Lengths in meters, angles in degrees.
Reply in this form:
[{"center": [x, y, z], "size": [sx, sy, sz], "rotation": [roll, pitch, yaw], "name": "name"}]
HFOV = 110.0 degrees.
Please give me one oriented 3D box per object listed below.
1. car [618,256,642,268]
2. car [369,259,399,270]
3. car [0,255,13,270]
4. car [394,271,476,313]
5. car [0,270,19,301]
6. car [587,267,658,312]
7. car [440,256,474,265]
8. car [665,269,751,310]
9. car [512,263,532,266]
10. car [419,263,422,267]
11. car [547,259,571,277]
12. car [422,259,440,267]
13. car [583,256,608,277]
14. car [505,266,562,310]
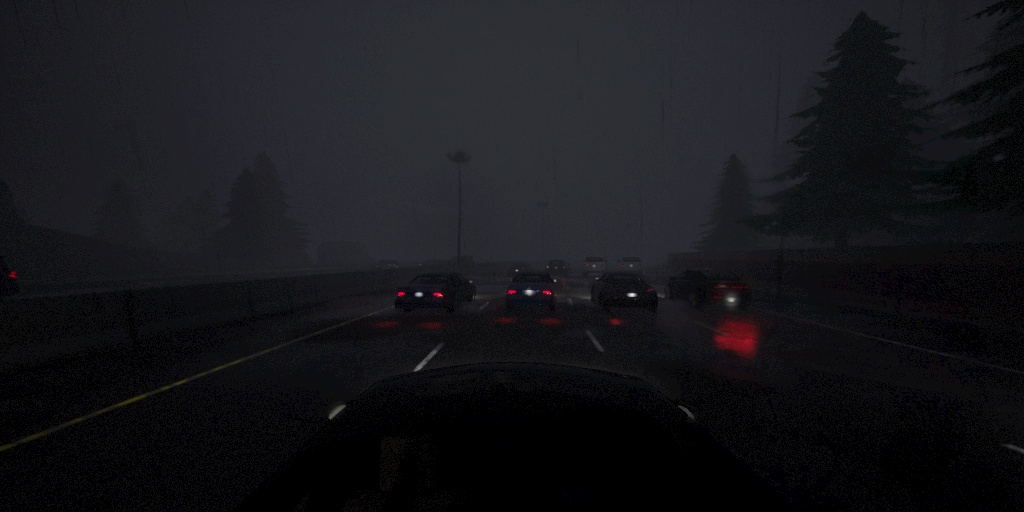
[{"center": [12.487, 1.011, 37.859], "size": [2.150, 2.045, 5.566], "rotation": [0, 0, 16], "name": "car"}, {"center": [-17.280, 1.206, 48.704], "size": [1.837, 1.490, 4.892], "rotation": [0, 0, 17], "name": "car"}, {"center": [-20.642, 0.911, 11.738], "size": [2.150, 2.045, 5.566], "rotation": [0, 0, 4], "name": "car"}, {"center": [-2.750, 1.290, 13.998], "size": [2.033, 1.411, 5.357], "rotation": [0, 0, 5], "name": "car"}, {"center": [-13.890, 1.187, 6.935], "size": [1.882, 1.535, 5.008], "rotation": [0, 0, 3], "name": "car"}, {"center": [4.388, 1.328, 14.511], "size": [1.994, 1.385, 4.181], "rotation": [0, 0, 6], "name": "car"}, {"center": [-6.844, 0.955, 47.017], "size": [2.150, 2.045, 5.566], "rotation": [0, 0, 18], "name": "car"}, {"center": [7.944, 1.279, 14.980], "size": [1.837, 1.490, 4.892], "rotation": [0, 0, 6], "name": "car"}, {"center": [0.903, 1.319, 35.019], "size": [1.994, 1.385, 4.181], "rotation": [0, 0, 14], "name": "car"}, {"center": [-11.931, 1.224, 53.754], "size": [1.837, 1.490, 4.892], "rotation": [0, 0, 19], "name": "car"}, {"center": [4.597, 1.118, 35.390], "size": [2.097, 1.767, 4.553], "rotation": [0, 0, 14], "name": "car"}, {"center": [-9.840, 1.231, 48.983], "size": [1.837, 1.490, 4.892], "rotation": [0, -1, 19], "name": "car"}, {"center": [8.471, 0.999, 36.488], "size": [2.150, 2.045, 5.566], "rotation": [0, 0, 15], "name": "car"}, {"center": [0.850, 1.301, 14.797], "size": [2.033, 1.411, 5.357], "rotation": [0, 0, 6], "name": "car"}]
